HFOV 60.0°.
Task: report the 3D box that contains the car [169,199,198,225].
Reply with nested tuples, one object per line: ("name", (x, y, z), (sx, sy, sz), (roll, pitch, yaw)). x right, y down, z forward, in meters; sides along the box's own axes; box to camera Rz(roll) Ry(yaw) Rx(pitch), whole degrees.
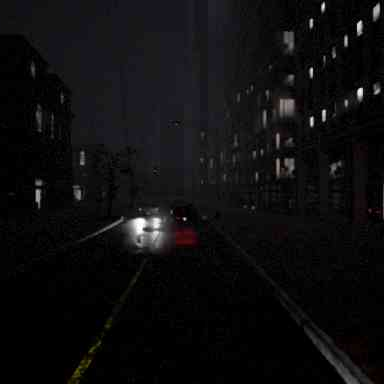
("car", (-0.594, 1.499, 24.187), (1.837, 1.490, 4.892), (0, 1, -3))

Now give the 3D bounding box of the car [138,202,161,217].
("car", (-3.931, 1.588, 31.125), (1.895, 1.301, 4.718), (0, 0, -4))
